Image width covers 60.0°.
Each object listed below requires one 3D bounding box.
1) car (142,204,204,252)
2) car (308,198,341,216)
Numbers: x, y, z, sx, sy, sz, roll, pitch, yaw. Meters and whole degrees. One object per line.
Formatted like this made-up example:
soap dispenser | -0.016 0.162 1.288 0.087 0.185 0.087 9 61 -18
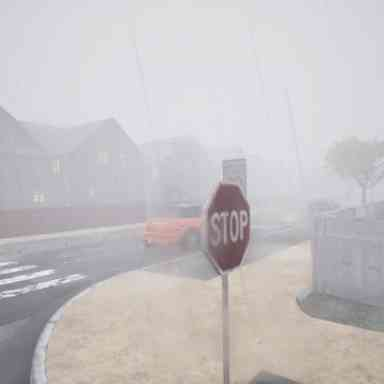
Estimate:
car | 0.128 1.258 13.607 2.097 1.767 4.553 -2 -1 37
car | 11.592 1.262 29.059 1.837 1.490 4.892 -2 -1 37
